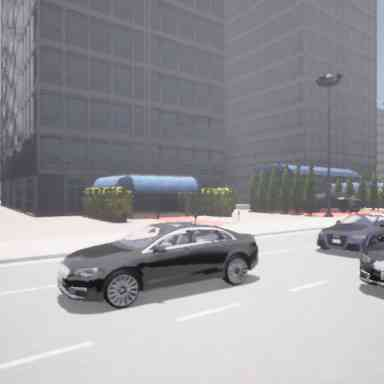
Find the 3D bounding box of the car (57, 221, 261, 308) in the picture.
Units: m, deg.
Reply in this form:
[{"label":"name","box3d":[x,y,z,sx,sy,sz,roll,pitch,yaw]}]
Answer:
[{"label":"car","box3d":[-0.559,1.491,7.938,4.902,1.511,2.128,0,0,-33]}]

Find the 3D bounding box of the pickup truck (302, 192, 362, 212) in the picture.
[{"label":"pickup truck","box3d":[14.020,1.067,34.047,6.274,2.098,2.390,0,0,-5]}]

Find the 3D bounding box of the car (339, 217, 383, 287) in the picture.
[{"label":"car","box3d":[6.079,1.495,8.252,4.902,1.511,2.128,0,0,-35]}]

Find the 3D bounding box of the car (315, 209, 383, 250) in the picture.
[{"label":"car","box3d":[6.768,1.568,13.010,4.181,1.385,1.994,0,0,-35]}]
